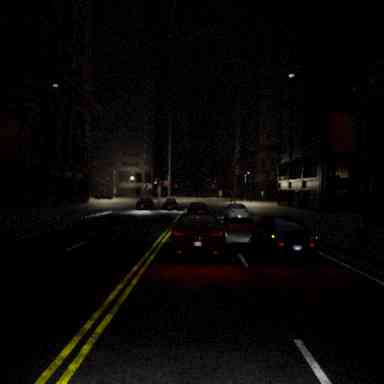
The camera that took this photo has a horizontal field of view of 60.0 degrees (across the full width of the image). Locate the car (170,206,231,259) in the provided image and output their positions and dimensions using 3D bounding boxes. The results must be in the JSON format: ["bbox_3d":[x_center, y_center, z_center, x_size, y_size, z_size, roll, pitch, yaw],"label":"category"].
[{"bbox_3d":[0.233,1.519,12.944,1.882,1.535,5.008,1,-1,1],"label":"car"}]

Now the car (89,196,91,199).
[{"bbox_3d":[-26.872,1.056,80.932,4.829,1.417,1.752,2,0,1],"label":"car"}]

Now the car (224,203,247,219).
[{"bbox_3d":[3.751,1.676,28.175,1.812,1.442,4.674,1,0,1],"label":"car"}]

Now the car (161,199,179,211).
[{"bbox_3d":[-2.671,1.593,42.156,1.812,1.442,4.674,1,0,1],"label":"car"}]

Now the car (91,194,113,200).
[{"bbox_3d":[-21.420,1.223,80.867,4.507,1.381,1.887,2,0,1],"label":"car"}]

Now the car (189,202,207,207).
[{"bbox_3d":[0.480,1.592,27.306,1.837,1.490,4.892,1,0,1],"label":"car"}]

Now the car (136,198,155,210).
[{"bbox_3d":[-5.916,1.499,42.400,2.128,1.511,4.902,1,0,1],"label":"car"}]

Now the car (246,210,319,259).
[{"bbox_3d":[3.483,1.629,13.093,1.812,1.442,4.674,1,0,1],"label":"car"}]
